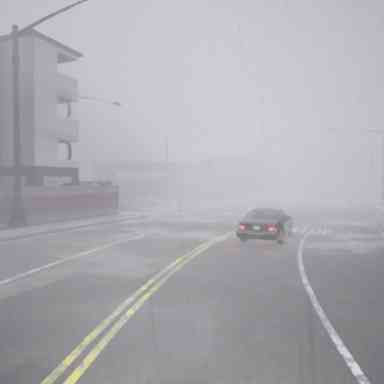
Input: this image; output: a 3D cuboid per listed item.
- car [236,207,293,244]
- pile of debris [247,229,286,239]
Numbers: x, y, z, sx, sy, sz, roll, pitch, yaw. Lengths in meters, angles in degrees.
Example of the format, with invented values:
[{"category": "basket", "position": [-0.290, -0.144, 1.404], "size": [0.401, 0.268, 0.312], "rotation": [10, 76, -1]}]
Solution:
[{"category": "car", "position": [3.443, 1.411, 15.182], "size": [2.033, 1.411, 5.357], "rotation": [1, 1, 22]}, {"category": "pile of debris", "position": [3.673, 2.029, 16.283], "size": [1.500, 0.140, 1.860], "rotation": [1, 1, 24]}]
